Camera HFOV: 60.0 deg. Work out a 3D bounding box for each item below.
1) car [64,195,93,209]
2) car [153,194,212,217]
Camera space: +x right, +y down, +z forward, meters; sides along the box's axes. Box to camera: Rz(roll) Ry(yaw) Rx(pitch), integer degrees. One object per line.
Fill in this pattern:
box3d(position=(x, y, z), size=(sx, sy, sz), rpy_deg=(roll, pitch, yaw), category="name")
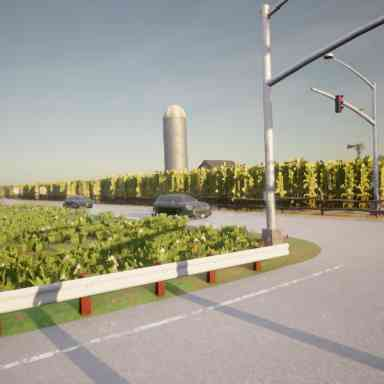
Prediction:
box3d(position=(-12.526, 1.155, 36.514), size=(1.837, 1.490, 4.892), rpy_deg=(-3, 2, -40), category="car")
box3d(position=(-0.779, 0.933, 22.593), size=(2.097, 1.767, 4.553), rpy_deg=(-3, 2, -40), category="car")
